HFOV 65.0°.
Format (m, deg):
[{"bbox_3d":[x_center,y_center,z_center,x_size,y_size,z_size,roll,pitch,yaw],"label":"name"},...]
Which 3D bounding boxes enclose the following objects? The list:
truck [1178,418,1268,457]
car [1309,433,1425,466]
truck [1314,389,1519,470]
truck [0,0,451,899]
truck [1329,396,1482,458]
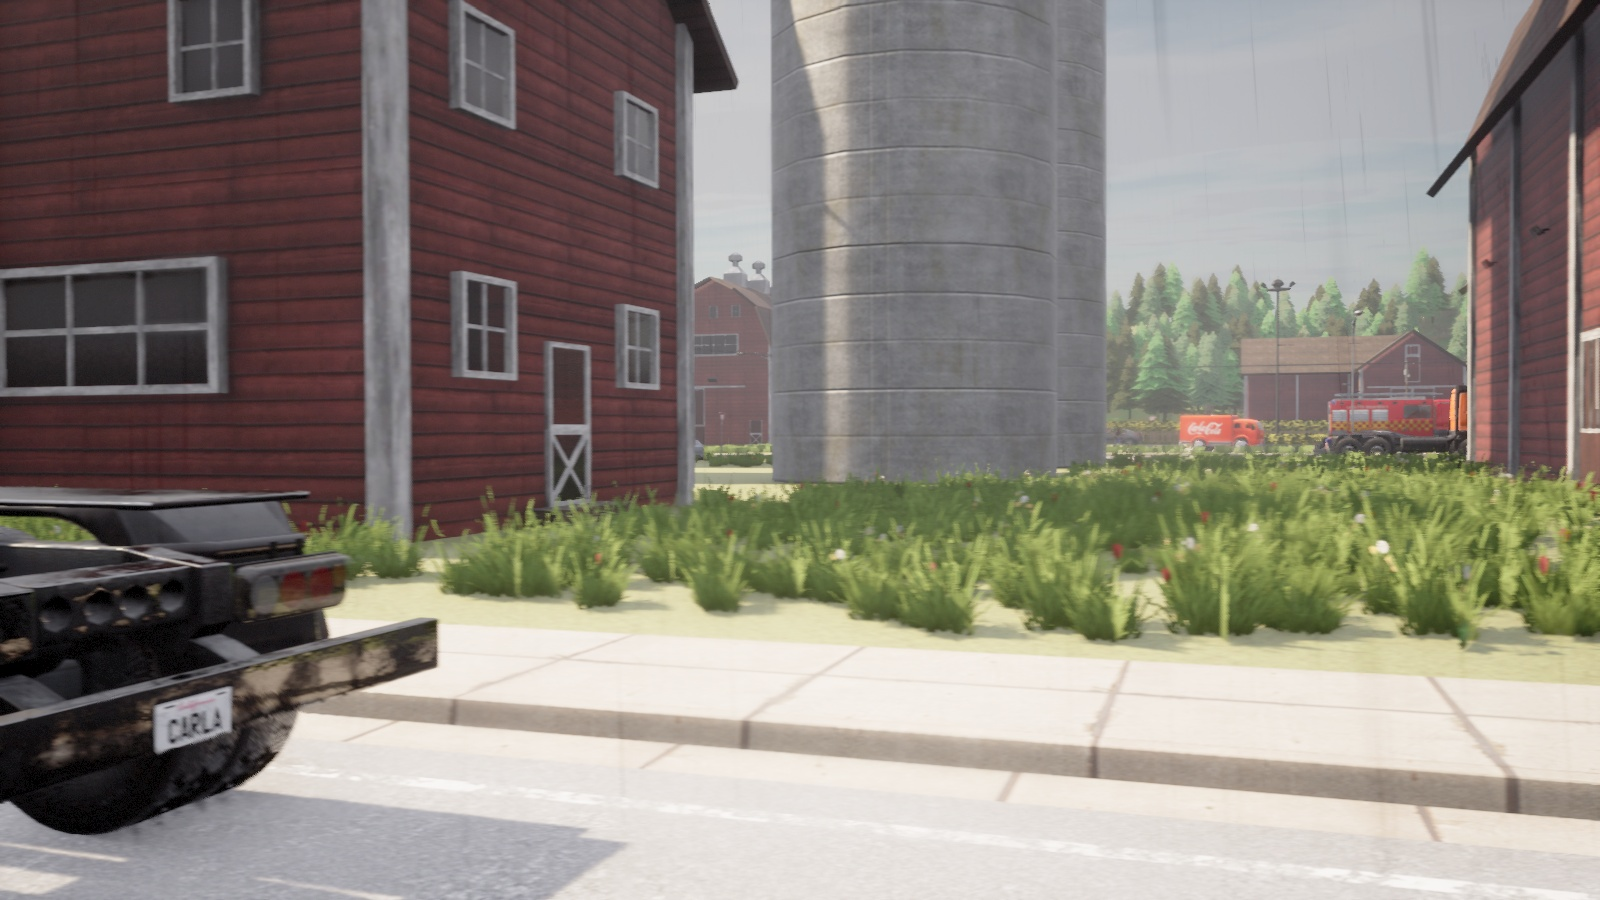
[{"bbox_3d":[28.296,-0.882,84.106,5.204,2.467,2.627,1,2,33],"label":"truck"},{"bbox_3d":[27.198,-0.056,60.411,4.902,1.511,2.128,1,1,19],"label":"car"},{"bbox_3d":[27.557,-0.931,56.584,7.936,3.462,2.891,1,1,19],"label":"truck"},{"bbox_3d":[-5.667,-0.258,5.086,7.936,3.462,2.891,1,1,19],"label":"truck"},{"bbox_3d":[38.506,-1.450,80.235,8.468,3.827,2.891,0,1,19],"label":"truck"}]
